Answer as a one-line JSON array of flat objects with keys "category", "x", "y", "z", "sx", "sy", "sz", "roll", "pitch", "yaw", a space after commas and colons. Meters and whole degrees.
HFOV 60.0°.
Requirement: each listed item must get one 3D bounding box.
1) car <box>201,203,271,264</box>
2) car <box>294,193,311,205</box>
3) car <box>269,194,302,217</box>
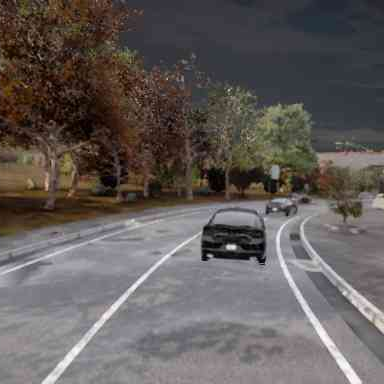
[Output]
[{"category": "car", "x": 1.531, "y": 1.277, "z": 11.291, "sx": 1.882, "sy": 1.535, "sz": 5.008, "roll": 1, "pitch": 1, "yaw": 11}, {"category": "car", "x": 13.728, "y": 0.881, "z": 42.766, "sx": 2.128, "sy": 1.511, "sz": 4.902, "roll": 6, "pitch": 3, "yaw": 40}, {"category": "car", "x": 7.464, "y": 1.149, "z": 27.496, "sx": 1.812, "sy": 1.442, "sz": 4.674, "roll": 4, "pitch": 2, "yaw": 29}]
